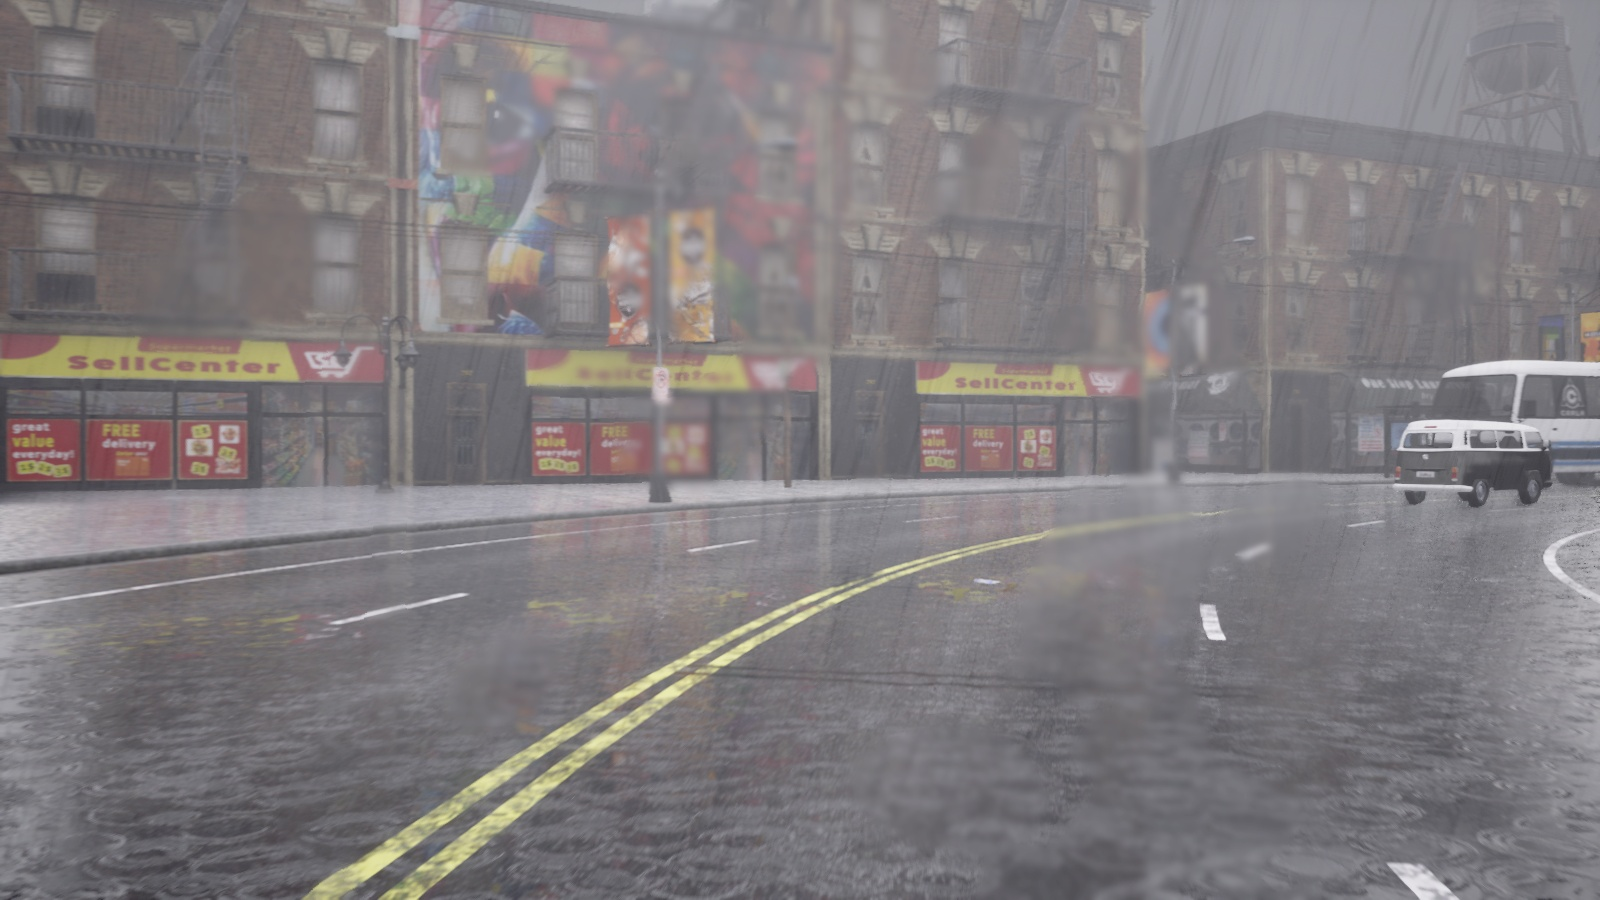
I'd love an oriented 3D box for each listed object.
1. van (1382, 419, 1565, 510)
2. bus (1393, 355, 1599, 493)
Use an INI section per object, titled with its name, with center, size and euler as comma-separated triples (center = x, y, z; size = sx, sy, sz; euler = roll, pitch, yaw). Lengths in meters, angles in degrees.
[van]
center = 16.302, 0.328, 30.342
size = 4.480, 2.038, 2.069
euler = 0, 0, -34
[bus]
center = 25.500, -0.825, 42.570
size = 10.273, 4.253, 3.944
euler = 0, 0, -24
